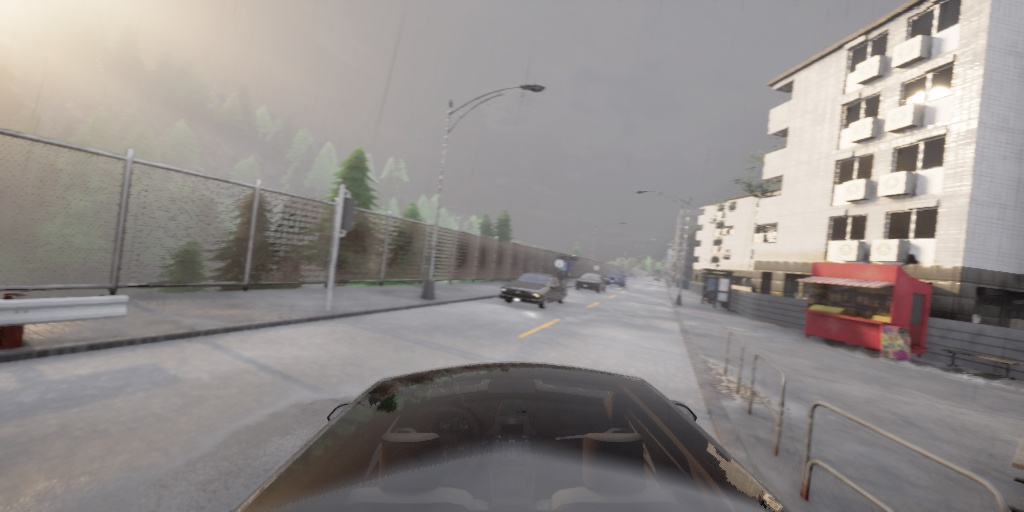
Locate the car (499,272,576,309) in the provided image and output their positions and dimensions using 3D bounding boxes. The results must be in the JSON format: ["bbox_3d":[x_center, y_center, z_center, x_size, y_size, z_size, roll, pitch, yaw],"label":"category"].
[{"bbox_3d":[1.257,1.519,17.012,2.033,1.411,5.357,7,0,23],"label":"car"}]

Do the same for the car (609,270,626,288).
[{"bbox_3d":[12.838,2.782,44.520,2.150,2.045,5.566,7,0,23],"label":"car"}]

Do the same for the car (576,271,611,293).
[{"bbox_3d":[6.693,2.154,30.037,1.882,1.535,5.008,7,0,23],"label":"car"}]
